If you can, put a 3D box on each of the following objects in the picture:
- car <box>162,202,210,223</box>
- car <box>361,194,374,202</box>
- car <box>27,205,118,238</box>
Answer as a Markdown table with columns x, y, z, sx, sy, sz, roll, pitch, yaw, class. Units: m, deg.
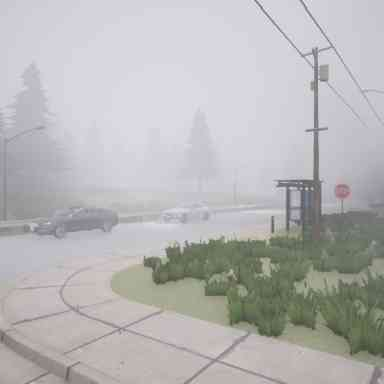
| x | y | z | sx | sy | sz | roll | pitch | yaw | class |
| --- | --- | --- | --- | --- | --- | --- | --- | --- | --- |
| -0.319 | 1.526 | 25.845 | 1.812 | 1.442 | 4.674 | 0 | 0 | 36 | car |
| 40.420 | 1.355 | 76.466 | 2.097 | 1.767 | 4.553 | 0 | 0 | 36 | car |
| -6.165 | 1.492 | 17.772 | 2.128 | 1.511 | 4.902 | 0 | 0 | 36 | car |
